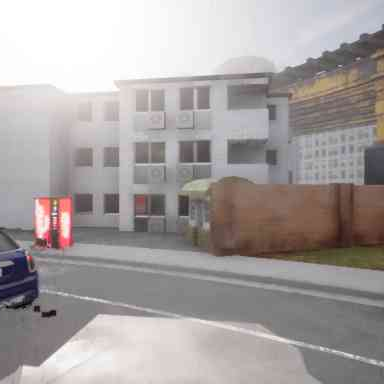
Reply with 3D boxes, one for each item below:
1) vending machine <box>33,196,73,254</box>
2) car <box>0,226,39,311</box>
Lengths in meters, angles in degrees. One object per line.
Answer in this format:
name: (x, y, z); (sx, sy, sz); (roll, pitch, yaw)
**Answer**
vending machine: (-5.283, 1.195, 12.694); (0.880, 2.100, 1.100); (0, 0, 18)
car: (-5.174, 1.352, 6.243); (4.553, 1.767, 2.097); (0, 0, 24)
